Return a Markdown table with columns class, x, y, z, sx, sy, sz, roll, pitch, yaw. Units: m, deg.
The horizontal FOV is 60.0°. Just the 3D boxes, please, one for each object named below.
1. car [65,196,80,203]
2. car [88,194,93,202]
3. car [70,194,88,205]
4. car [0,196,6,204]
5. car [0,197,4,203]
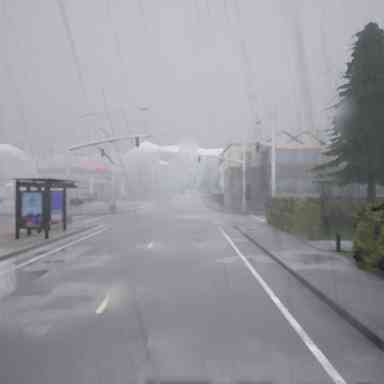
| class | x | y | z | sx | sy | sz | roll | pitch | yaw |
| --- | --- | --- | --- | --- | --- | --- | --- | --- | --- |
| car | -25.972 | 1.566 | 72.301 | 1.970 | 1.475 | 3.806 | 0 | 0 | 0 |
| car | -22.646 | 1.281 | 71.699 | 1.905 | 1.878 | 3.866 | 0 | 0 | 0 |
| car | -18.937 | 1.499 | 53.831 | 2.007 | 1.523 | 4.514 | 0 | 0 | 0 |
| car | -38.367 | 1.502 | 64.495 | 2.007 | 1.523 | 4.514 | 0 | 0 | 0 |
| car | -28.995 | 1.354 | 46.429 | 2.152 | 1.636 | 5.027 | 0 | 0 | 0 |
